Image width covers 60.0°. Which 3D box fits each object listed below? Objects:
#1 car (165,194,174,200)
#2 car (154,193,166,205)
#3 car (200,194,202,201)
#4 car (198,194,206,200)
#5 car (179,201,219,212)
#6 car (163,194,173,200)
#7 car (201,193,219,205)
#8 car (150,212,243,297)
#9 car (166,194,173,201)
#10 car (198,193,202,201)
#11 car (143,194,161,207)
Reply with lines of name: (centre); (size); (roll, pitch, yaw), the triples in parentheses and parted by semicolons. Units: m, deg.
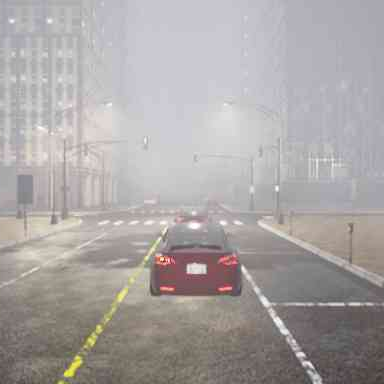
car: (-5.861, 1.252, 87.317); (2.008, 1.369, 4.403); (0, 0, 0)
car: (-5.893, 1.167, 53.264); (2.192, 1.841, 5.009); (0, 0, 0)
car: (2.686, 1.403, 53.281); (2.008, 1.369, 4.403); (0, 0, 0)
car: (2.519, 1.252, 87.327); (2.008, 1.369, 4.403); (0, 0, 0)
car: (0.055, 1.464, 17.839); (2.163, 1.488, 4.792); (0, 0, 0)
car: (-5.850, 1.280, 81.642); (2.008, 1.369, 4.403); (0, 0, 0)
car: (2.728, 1.313, 47.603); (1.967, 1.590, 4.097); (0, 0, 0)
car: (0.079, 1.486, 8.591); (2.163, 1.488, 4.792); (0, 0, 0)
car: (-5.839, 1.301, 75.966); (1.887, 1.381, 4.507); (0, 0, 0)
car: (2.554, 1.096, 70.303); (2.192, 1.841, 5.009); (0, 0, 0)
car: (-5.912, 1.399, 47.416); (1.752, 1.417, 4.829); (0, 0, 0)
